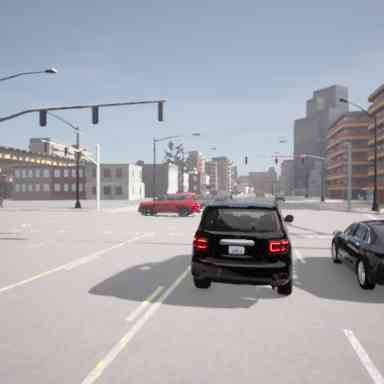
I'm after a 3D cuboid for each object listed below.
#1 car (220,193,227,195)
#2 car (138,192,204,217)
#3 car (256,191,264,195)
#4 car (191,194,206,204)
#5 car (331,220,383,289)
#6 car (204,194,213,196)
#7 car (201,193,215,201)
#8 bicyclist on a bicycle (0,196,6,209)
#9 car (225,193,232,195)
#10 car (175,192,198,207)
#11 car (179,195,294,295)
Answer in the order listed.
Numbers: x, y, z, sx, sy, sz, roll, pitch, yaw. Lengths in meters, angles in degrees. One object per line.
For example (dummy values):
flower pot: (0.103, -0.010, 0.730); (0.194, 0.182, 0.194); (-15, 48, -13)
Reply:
car: (4.163, 1.326, 55.135); (1.895, 1.301, 4.718); (0, 1, 12)
car: (-2.039, 1.173, 30.108); (5.566, 2.045, 2.150); (0, 0, 10)
car: (17.423, 0.522, 85.141); (2.097, 1.767, 4.553); (0, 1, 11)
car: (1.159, 1.193, 57.940); (1.837, 1.490, 4.892); (0, 1, 11)
car: (5.095, 1.501, 8.918); (1.837, 1.490, 4.892); (0, 0, 11)
car: (2.328, 1.361, 46.057); (1.837, 1.490, 4.892); (0, 1, 11)
car: (3.297, 1.046, 68.204); (2.033, 1.411, 5.357); (0, 1, 12)
bicyclist on a bicycle: (-23.840, 1.288, 41.444); (0.582, 1.620, 1.656); (0, 0, 10)
car: (6.034, 1.064, 64.244); (1.837, 1.490, 4.892); (0, 1, 12)
car: (-0.753, 1.059, 48.463); (2.150, 2.045, 5.566); (0, 1, 12)
car: (1.534, 1.218, 9.038); (2.150, 2.045, 5.566); (0, 0, 14)
